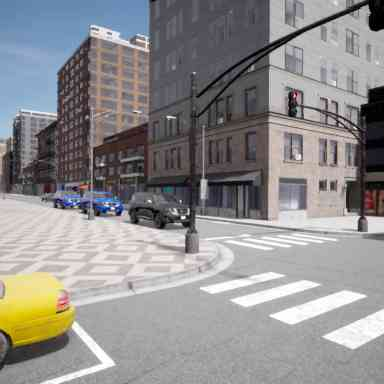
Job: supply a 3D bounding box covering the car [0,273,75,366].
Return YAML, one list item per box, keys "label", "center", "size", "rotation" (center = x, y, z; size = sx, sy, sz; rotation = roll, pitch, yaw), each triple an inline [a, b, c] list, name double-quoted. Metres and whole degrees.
- label: "car"
  center: [-3.972, 1.525, 3.919]
  size: [4.829, 1.417, 1.752]
  rotation: [0, 1, -36]

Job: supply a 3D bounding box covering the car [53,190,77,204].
- label: "car"
  center: [-19.481, 0.768, 50.948]
  size: [2.150, 2.045, 5.566]
  rotation: [1, 0, -35]

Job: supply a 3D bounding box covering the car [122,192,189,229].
- label: "car"
  center: [-2.064, 1.052, 20.784]
  size: [2.150, 2.045, 5.566]
  rotation: [1, 0, -35]

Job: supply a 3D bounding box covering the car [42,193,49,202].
- label: "car"
  center: [-25.540, 0.944, 59.518]
  size: [2.128, 1.511, 4.902]
  rotation: [1, 0, -36]

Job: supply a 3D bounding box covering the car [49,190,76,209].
- label: "car"
  center: [-14.205, 0.861, 37.977]
  size: [2.150, 2.045, 5.566]
  rotation: [1, 0, -35]

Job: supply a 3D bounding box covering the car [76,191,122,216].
- label: "car"
  center: [-8.008, 0.959, 29.193]
  size: [2.150, 2.045, 5.566]
  rotation: [1, 0, -35]
